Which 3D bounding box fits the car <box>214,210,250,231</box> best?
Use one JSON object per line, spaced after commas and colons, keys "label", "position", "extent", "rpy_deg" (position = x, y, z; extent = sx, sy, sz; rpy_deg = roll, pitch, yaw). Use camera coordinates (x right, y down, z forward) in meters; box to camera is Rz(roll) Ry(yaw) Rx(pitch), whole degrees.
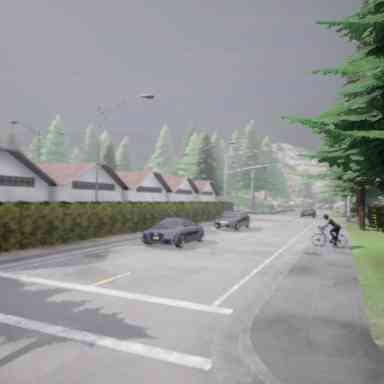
{"label": "car", "position": [3.357, 2.250, 27.083], "extent": [2.128, 1.511, 4.902], "rpy_deg": [1, -1, 24]}

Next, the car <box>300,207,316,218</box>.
{"label": "car", "position": [17.123, 2.963, 48.913], "extent": [2.128, 1.511, 4.902], "rpy_deg": [1, -1, 24]}

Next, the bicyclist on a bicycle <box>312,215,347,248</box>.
{"label": "bicyclist on a bicycle", "position": [6.826, 1.957, 16.544], "extent": [1.656, 1.620, 0.582], "rpy_deg": [1, -1, 24]}

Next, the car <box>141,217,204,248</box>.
{"label": "car", "position": [-0.896, 2.050, 17.605], "extent": [1.994, 1.385, 4.181], "rpy_deg": [1, -1, 24]}
